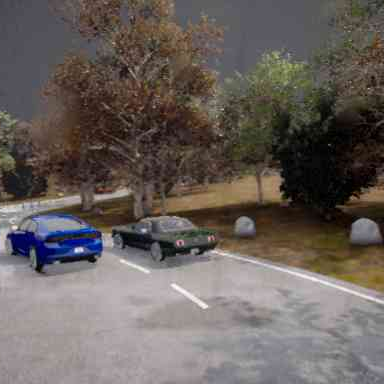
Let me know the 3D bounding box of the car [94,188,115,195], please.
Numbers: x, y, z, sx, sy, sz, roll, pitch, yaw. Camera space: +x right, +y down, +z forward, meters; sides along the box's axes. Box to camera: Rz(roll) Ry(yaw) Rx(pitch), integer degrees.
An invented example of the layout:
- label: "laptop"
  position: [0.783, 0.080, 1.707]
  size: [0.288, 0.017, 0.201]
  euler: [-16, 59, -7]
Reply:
- label: "car"
  position: [-16.771, -0.175, 63.992]
  size: [1.895, 1.301, 4.718]
  euler: [-1, 5, 20]

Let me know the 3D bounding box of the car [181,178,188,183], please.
- label: "car"
  position: [-2.120, -3.135, 89.179]
  size: [2.128, 1.511, 4.902]
  euler: [-1, 5, 21]

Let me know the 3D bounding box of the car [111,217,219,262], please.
- label: "car"
  position: [-1.230, 1.573, 12.144]
  size: [1.895, 1.301, 4.718]
  euler: [-1, 0, -37]

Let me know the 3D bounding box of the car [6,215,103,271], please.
- label: "car"
  position: [-4.820, 1.515, 11.318]
  size: [1.882, 1.535, 5.008]
  euler: [0, 0, -41]
